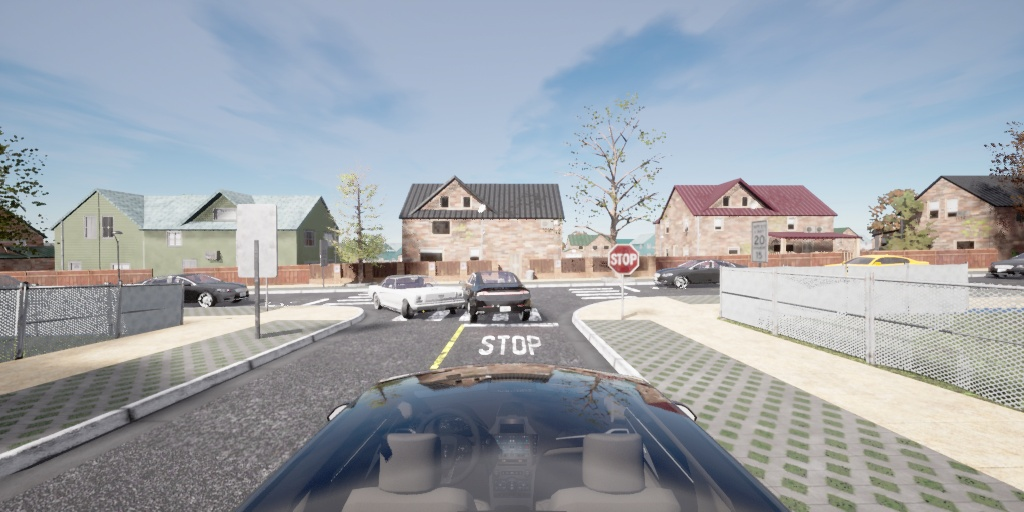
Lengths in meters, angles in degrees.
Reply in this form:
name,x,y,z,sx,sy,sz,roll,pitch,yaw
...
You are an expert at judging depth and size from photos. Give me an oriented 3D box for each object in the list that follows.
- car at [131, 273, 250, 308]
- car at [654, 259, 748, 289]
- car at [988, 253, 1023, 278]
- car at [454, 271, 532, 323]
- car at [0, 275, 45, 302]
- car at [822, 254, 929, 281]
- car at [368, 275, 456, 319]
name,x,y,z,sx,sy,sz,roll,pitch,yaw
car,-14.906,1.567,16.571,4.902,1.511,2.128,-1,1,0
car,10.326,0.926,19.630,4.902,1.511,2.128,-1,1,0
car,29.380,0.479,19.707,4.902,1.511,2.128,-1,1,0
car,-0.690,1.243,12.219,2.128,1.511,4.902,0,0,-12
car,-24.244,1.648,16.528,4.553,1.767,2.097,-1,1,0
car,19.756,0.691,19.669,5.008,1.535,1.882,-1,1,-1
car,-3.605,1.368,13.078,1.895,1.301,4.718,0,0,-38
